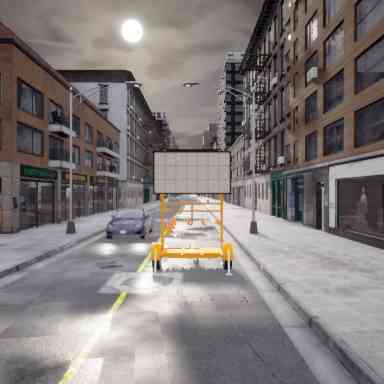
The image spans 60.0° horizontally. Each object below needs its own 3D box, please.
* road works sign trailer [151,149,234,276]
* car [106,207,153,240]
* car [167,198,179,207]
[{"bbox_3d":[0.004,0.466,10.381,2.380,3.560,2.880,0,0,0],"label":"road works sign trailer"},{"bbox_3d":[-3.093,1.532,17.239,1.812,1.442,4.674,0,0,0],"label":"car"},{"bbox_3d":[-2.979,1.603,53.111,2.033,1.411,5.357,0,0,0],"label":"car"}]
